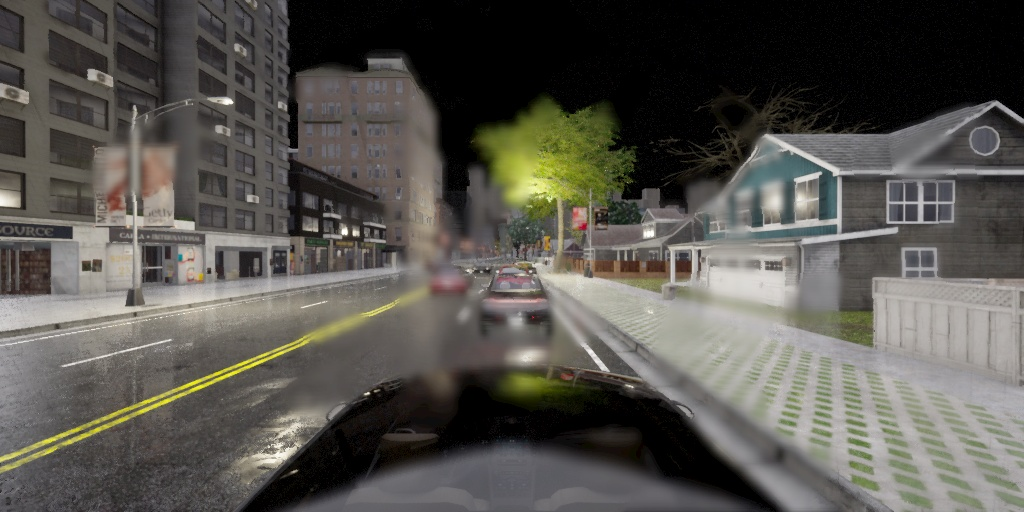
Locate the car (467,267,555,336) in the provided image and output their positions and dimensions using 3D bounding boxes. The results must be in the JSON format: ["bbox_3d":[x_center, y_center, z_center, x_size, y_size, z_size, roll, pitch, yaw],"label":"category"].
[{"bbox_3d":[0.112,1.239,10.375,2.128,1.511,4.902,0,0,0],"label":"car"}]

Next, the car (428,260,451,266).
[{"bbox_3d":[-6.564,1.286,35.183,1.994,1.385,4.181,0,0,0],"label":"car"}]

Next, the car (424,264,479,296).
[{"bbox_3d":[-3.131,1.305,19.482,1.994,1.385,4.181,0,0,0],"label":"car"}]

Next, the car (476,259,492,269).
[{"bbox_3d":[-3.110,1.318,39.072,1.895,1.301,4.718,0,0,0],"label":"car"}]

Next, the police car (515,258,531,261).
[{"bbox_3d":[1.005,1.155,29.608,1.930,1.638,5.238,0,0,0],"label":"police car"}]

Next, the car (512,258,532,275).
[{"bbox_3d":[1.015,1.068,39.468,2.097,1.767,4.553,0,0,0],"label":"car"}]

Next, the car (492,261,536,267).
[{"bbox_3d":[0.120,1.218,19.879,1.882,1.535,5.008,0,0,0],"label":"car"}]

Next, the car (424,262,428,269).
[{"bbox_3d":[-9.804,1.186,45.474,1.882,1.535,5.008,0,0,0],"label":"car"}]
